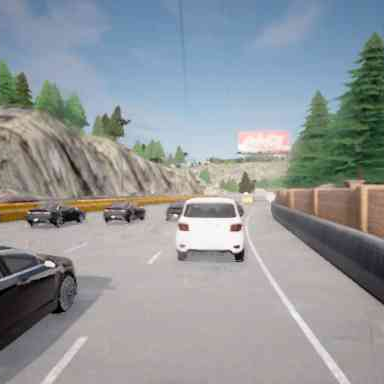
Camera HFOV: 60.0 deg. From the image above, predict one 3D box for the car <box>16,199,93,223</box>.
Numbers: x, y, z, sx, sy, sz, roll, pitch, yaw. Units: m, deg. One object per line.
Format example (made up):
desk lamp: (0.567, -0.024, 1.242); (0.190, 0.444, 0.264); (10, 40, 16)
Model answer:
car: (-8.679, 1.425, 21.615); (2.128, 1.511, 4.902); (0, 0, 8)

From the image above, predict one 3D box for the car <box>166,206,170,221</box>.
car: (-0.740, 1.466, 26.571); (1.837, 1.490, 4.892); (0, 0, 11)

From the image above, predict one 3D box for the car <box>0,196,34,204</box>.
car: (-22.832, 1.322, 42.040); (1.882, 1.535, 5.008); (0, 0, 12)

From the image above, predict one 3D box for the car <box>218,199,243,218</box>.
car: (3.611, 1.452, 30.645); (1.882, 1.535, 5.008); (0, 0, 11)

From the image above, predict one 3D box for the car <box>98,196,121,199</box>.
car: (-12.960, 1.390, 54.511); (1.837, 1.490, 4.892); (0, 0, 12)

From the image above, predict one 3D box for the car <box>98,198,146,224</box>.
car: (-4.752, 1.438, 24.069); (2.128, 1.511, 4.902); (0, 0, 9)

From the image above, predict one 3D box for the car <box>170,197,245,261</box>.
car: (0.749, 1.207, 12.365); (2.150, 2.045, 5.566); (0, 0, 5)

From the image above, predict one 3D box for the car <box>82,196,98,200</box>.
car: (-16.625, 1.347, 54.140); (2.128, 1.511, 4.902); (0, 0, 12)

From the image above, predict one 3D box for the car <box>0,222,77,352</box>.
car: (-3.231, 1.471, 4.674); (2.128, 1.511, 4.902); (0, 0, 2)

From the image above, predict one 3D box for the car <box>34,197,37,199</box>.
car: (-24.794, 1.352, 49.544); (1.812, 1.442, 4.674); (0, 0, 12)
